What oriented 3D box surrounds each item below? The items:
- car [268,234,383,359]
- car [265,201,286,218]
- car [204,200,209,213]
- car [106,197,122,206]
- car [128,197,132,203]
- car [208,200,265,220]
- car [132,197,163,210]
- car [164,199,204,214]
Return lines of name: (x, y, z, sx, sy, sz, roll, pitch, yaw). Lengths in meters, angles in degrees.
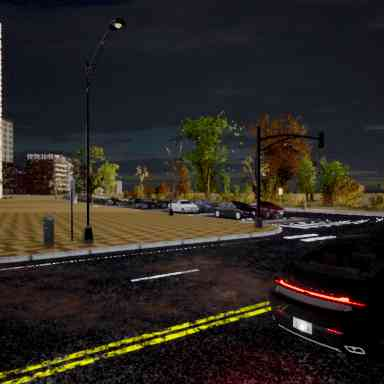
car: (3.452, 1.504, 5.733, 4.892, 1.490, 1.837, 0, 0, -34)
car: (6.597, 1.573, 30.849, 1.812, 1.442, 4.674, 0, 0, -30)
car: (1.511, 1.618, 39.111, 2.033, 1.411, 5.357, 0, 0, -32)
car: (-13.890, 1.691, 58.893, 1.837, 1.490, 4.892, 0, 0, -30)
car: (-11.849, 1.681, 68.807, 1.994, 1.385, 4.181, 0, 0, -29)
car: (3.795, 1.564, 29.216, 1.837, 1.490, 4.892, 0, 0, -32)
car: (-6.189, 1.667, 45.535, 1.994, 1.385, 4.181, 0, 0, -31)
car: (-1.007, 1.608, 37.004, 1.812, 1.442, 4.674, 0, 0, -31)
